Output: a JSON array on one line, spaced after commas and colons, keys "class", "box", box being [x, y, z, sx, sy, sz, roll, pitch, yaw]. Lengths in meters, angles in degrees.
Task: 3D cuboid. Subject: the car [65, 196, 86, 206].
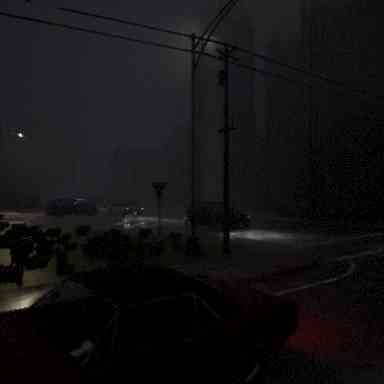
[{"class": "car", "box": [-19.741, 1.477, 56.208, 2.128, 1.511, 4.902, 0, 0, -36]}]

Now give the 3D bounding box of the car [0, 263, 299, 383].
[{"class": "car", "box": [-0.977, 1.600, 3.585, 4.718, 1.301, 1.895, 0, 0, -39]}]

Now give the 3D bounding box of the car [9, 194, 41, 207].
[{"class": "car", "box": [-25.292, 1.294, 50.956, 3.866, 1.878, 1.905, 0, 0, -35]}]

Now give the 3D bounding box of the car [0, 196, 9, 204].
[{"class": "car", "box": [-33.607, 1.480, 61.584, 4.193, 1.474, 1.816, 0, 0, -35]}]

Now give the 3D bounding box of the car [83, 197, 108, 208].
[{"class": "car", "box": [-14.171, 1.482, 48.653, 2.128, 1.511, 4.902, 0, 0, -36]}]

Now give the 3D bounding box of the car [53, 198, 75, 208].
[{"class": "car", "box": [-19.013, 1.586, 49.237, 1.895, 1.301, 4.718, 0, 0, -36]}]

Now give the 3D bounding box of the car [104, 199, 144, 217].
[{"class": "car", "box": [-6.363, 1.596, 31.631, 1.895, 1.301, 4.718, 0, 0, -36]}]

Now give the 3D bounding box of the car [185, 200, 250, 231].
[{"class": "car", "box": [1.505, 1.354, 20.780, 2.097, 1.767, 4.553, 0, 0, -36]}]

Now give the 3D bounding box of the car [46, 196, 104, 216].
[{"class": "car", "box": [-11.194, 1.472, 31.279, 4.611, 1.667, 2.242, 0, 0, -35]}]
